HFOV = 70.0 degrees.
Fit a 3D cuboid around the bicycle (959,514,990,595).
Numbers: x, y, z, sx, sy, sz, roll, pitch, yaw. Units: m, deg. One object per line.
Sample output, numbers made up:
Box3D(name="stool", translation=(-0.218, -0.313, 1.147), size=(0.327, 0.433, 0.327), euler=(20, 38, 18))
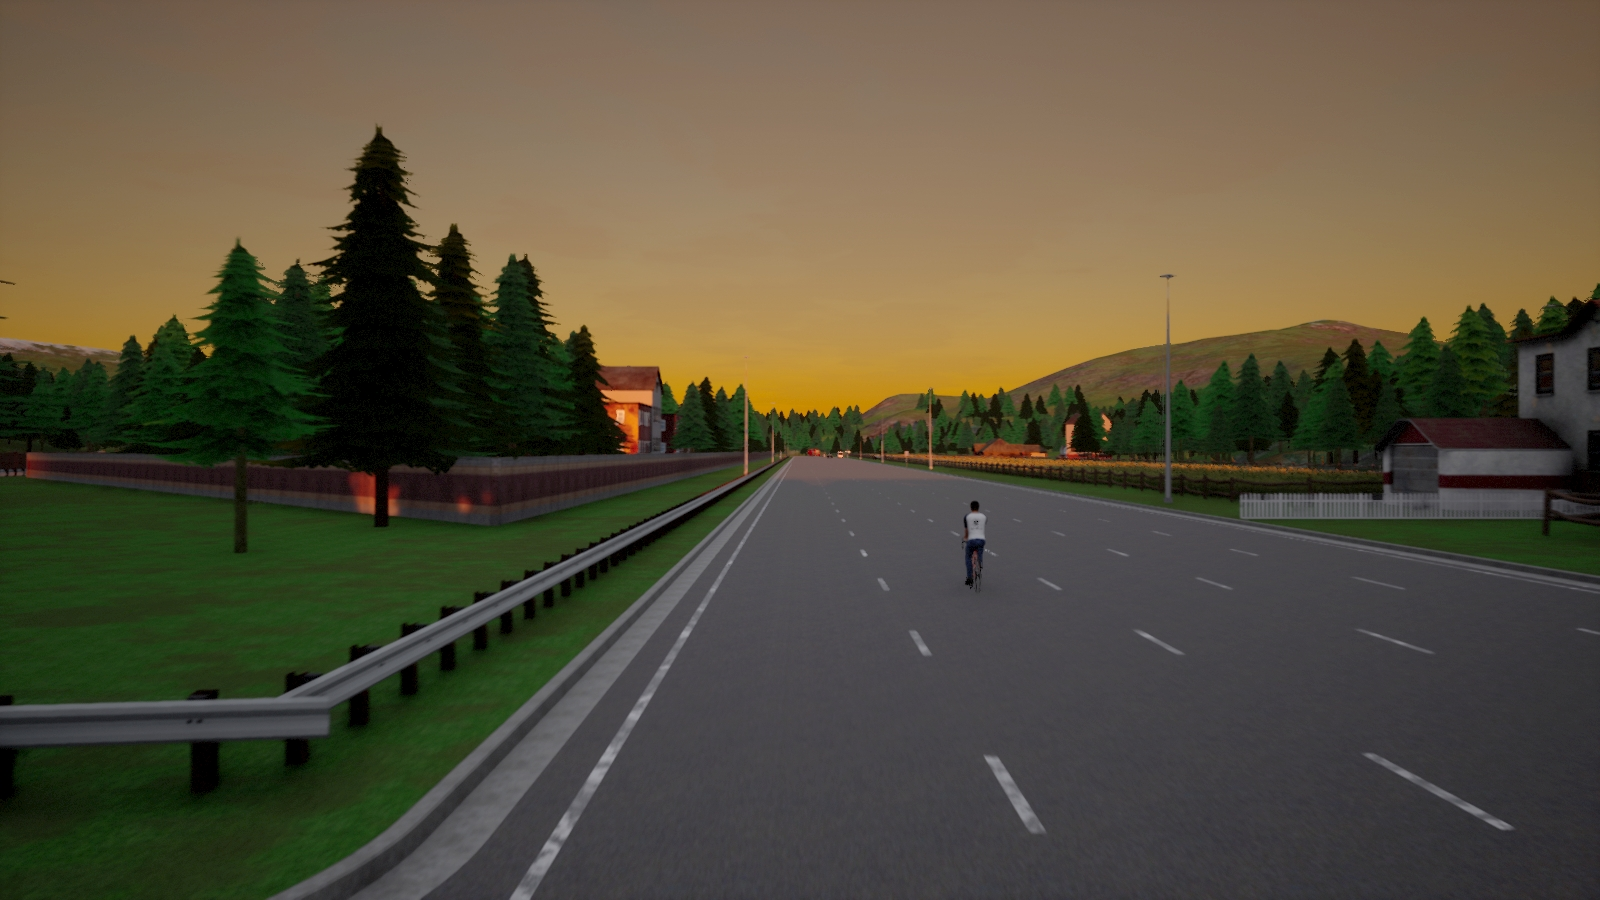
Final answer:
Box3D(name="bicycle", translation=(3.498, 2.070, 22.960), size=(0.373, 1.496, 1.643), euler=(0, 0, 0))
